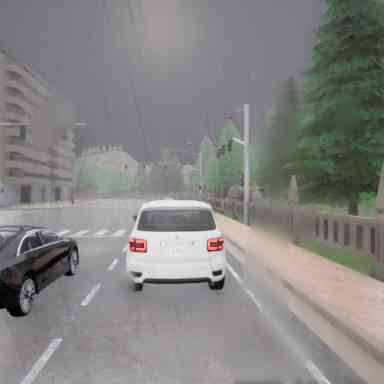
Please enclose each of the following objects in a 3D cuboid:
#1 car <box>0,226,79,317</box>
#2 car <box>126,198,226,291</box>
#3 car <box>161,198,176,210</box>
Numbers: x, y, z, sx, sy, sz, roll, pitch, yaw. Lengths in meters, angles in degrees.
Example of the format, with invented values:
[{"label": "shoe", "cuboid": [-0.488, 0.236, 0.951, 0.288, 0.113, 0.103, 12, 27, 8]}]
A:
[{"label": "car", "cuboid": [-3.966, 1.491, 7.390, 2.128, 1.511, 4.902, 0, 0, -3]}, {"label": "car", "cuboid": [-0.473, 1.221, 9.169, 2.150, 2.045, 5.566, 0, 0, -4]}, {"label": "car", "cuboid": [-3.136, 1.525, 44.406, 1.812, 1.442, 4.674, 0, 0, -4]}]
